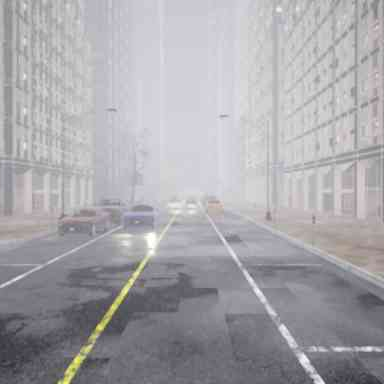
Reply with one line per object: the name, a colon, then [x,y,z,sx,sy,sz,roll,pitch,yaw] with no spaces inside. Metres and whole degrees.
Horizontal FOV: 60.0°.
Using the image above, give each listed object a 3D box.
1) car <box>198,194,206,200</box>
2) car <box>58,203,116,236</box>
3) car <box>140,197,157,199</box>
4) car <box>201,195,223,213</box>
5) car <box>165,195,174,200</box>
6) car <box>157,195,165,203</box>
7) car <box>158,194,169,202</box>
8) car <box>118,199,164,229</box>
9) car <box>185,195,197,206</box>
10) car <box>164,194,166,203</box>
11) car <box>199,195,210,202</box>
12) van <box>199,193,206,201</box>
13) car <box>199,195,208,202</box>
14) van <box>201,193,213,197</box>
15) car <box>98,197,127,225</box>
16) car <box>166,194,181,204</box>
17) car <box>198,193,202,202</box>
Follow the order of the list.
car: [2.510,1.362,86.494,1.887,1.381,4.507,0,0,0]
car: [-5.731,1.525,18.097,1.887,1.381,4.507,0,0,0]
car: [-5.778,1.381,40.891,1.967,1.590,4.097,0,0,0]
car: [2.276,1.409,35.628,1.801,1.575,5.366,0,0,0]
car: [-5.871,1.383,86.478,1.947,1.339,4.313,0,0,0]
car: [-5.801,1.468,52.288,2.008,1.369,4.403,0,0,0]
car: [-5.836,1.313,69.384,1.967,1.590,4.097,0,0,0]
car: [-3.145,1.453,21.531,1.882,1.535,5.008,0,0,0]
car: [-0.111,1.515,53.451,1.895,1.301,4.718,0,0,0]
car: [-5.824,1.415,63.514,1.752,1.417,4.829,0,0,0]
car: [2.545,1.424,69.400,2.008,1.369,4.403,0,0,0]
van: [2.521,1.178,80.795,1.690,1.788,3.998,0,0,0]
car: [2.533,1.438,75.097,1.802,1.307,4.206,0,0,0]
van: [2.591,1.271,46.603,1.690,1.788,3.998,0,0,0]
car: [-5.744,1.287,23.796,2.192,1.841,5.009,0,0,0]
car: [-3.163,1.245,62.259,2.097,1.767,4.553,0,0,0]
car: [2.579,1.232,52.302,2.192,1.841,5.009,0,0,0]
